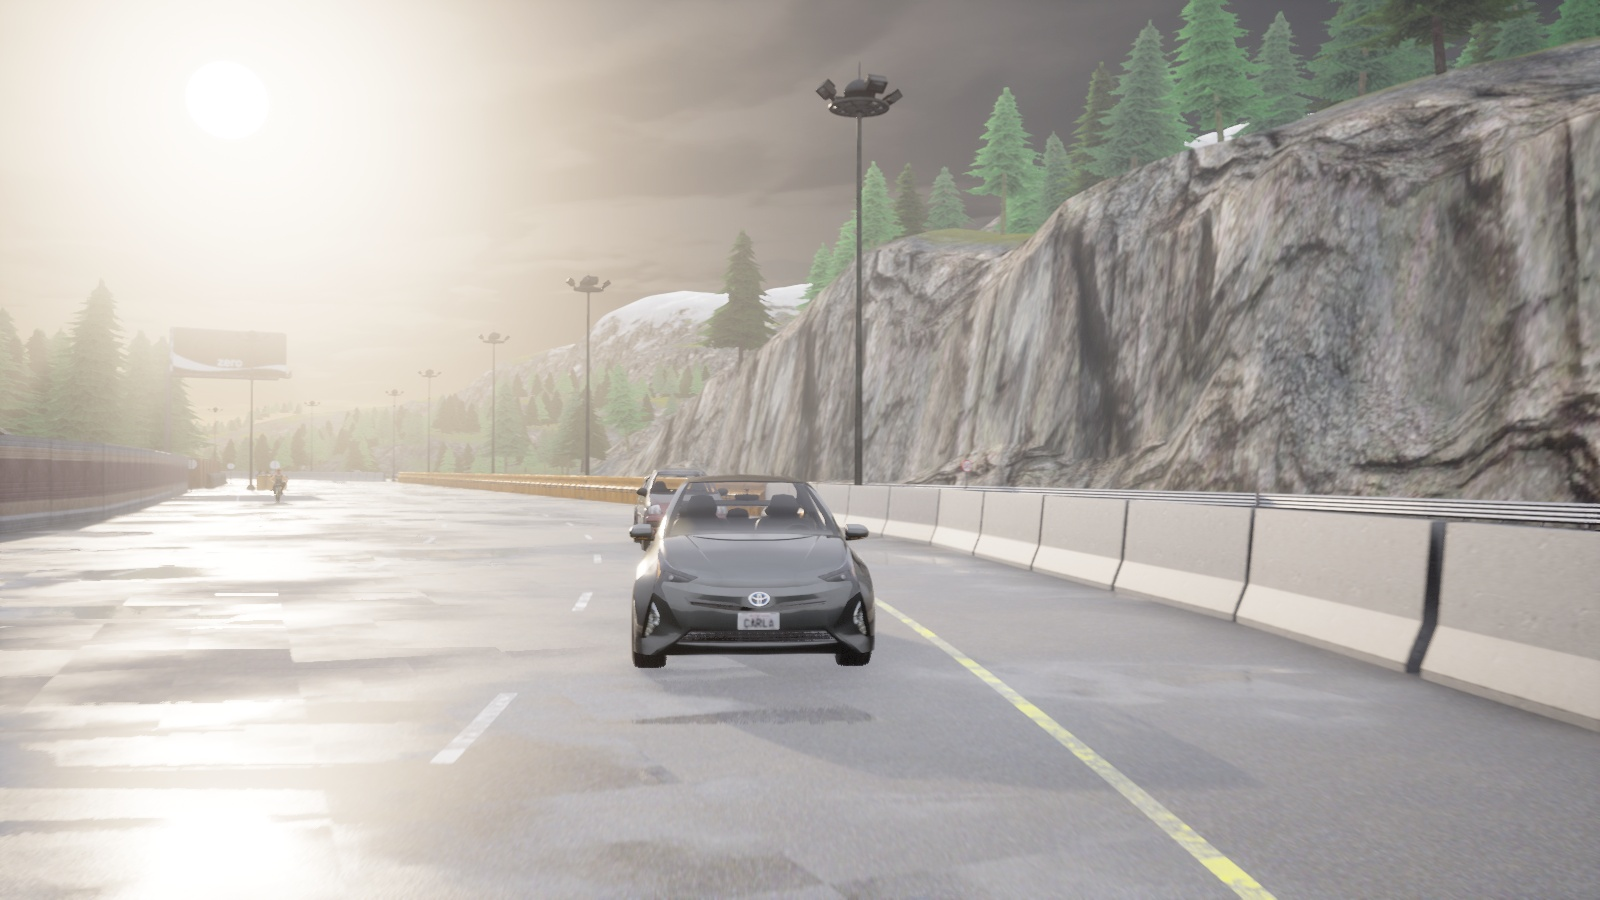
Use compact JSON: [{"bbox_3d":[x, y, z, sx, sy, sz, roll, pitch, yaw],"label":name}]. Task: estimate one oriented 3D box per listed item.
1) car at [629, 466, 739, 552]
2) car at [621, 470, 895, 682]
[{"bbox_3d":[-2.466,1.156,25.830,1.851,1.617,3.988,0,-1,-11],"label":"car"},{"bbox_3d":[-0.504,0.956,11.463,2.007,1.525,4.514,0,-1,-5],"label":"car"}]
